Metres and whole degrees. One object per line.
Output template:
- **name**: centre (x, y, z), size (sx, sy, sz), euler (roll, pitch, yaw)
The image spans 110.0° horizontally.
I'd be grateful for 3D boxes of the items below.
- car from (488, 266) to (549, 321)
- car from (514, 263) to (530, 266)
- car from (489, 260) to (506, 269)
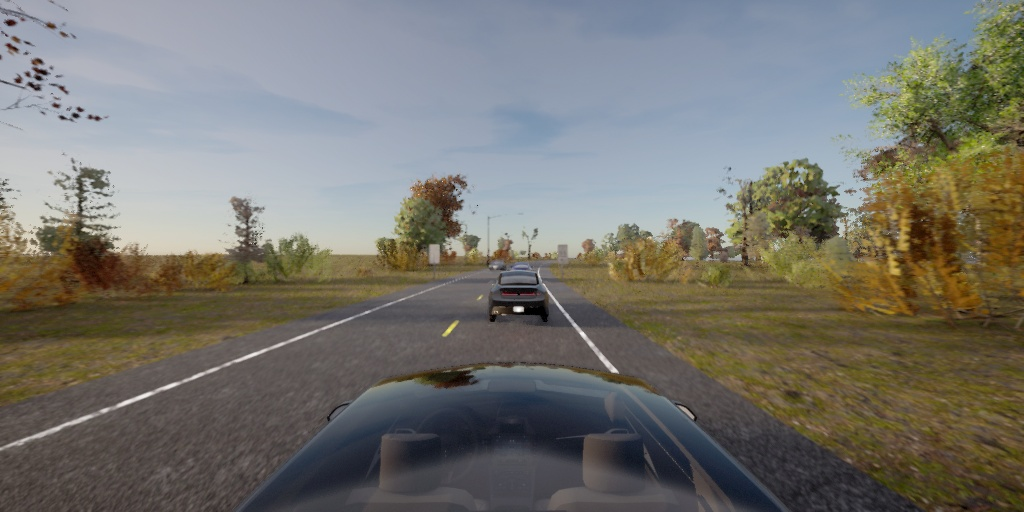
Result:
- **car**: centre (0.229, 1.258, 12.560), size (1.837, 1.490, 4.892), euler (0, 0, 1)
- **car**: centre (0.834, 1.282, 30.727), size (1.812, 1.442, 4.674), euler (0, 0, 3)
- **car**: centre (-1.875, 1.245, 46.939), size (2.128, 1.511, 4.902), euler (0, 0, 4)
